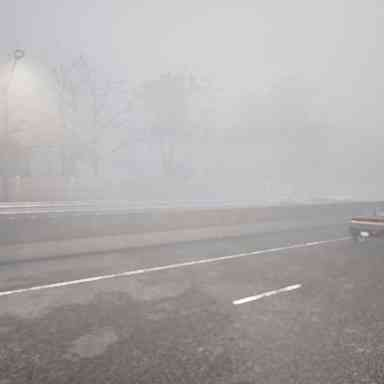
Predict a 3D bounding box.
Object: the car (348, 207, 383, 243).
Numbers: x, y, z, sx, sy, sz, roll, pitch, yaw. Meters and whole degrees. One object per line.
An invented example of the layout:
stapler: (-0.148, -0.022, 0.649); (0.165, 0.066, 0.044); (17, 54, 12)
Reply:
car: (8.613, 1.384, 14.188); (4.902, 1.511, 2.128); (0, 0, -35)

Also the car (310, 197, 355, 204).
car: (13.528, 1.286, 30.832); (5.008, 1.535, 1.882); (0, 0, -35)

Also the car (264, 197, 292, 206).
car: (10.039, 1.330, 36.940); (4.674, 1.442, 1.812); (0, 0, -35)

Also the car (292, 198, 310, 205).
car: (13.102, 1.303, 34.824); (4.892, 1.490, 1.837); (0, 0, -35)
